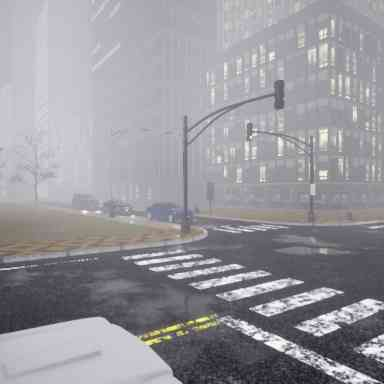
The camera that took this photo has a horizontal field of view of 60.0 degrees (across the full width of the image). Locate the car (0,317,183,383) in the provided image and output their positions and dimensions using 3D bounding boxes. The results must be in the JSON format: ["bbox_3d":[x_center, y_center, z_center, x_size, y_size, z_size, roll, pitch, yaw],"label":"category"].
[{"bbox_3d":[-2.256,1.601,1.834,4.718,1.301,1.895,0,0,-36],"label":"car"}]

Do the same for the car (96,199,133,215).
[{"bbox_3d":[-7.744,1.497,34.268,2.128,1.511,4.902,0,0,-35],"label":"car"}]

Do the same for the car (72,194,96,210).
[{"bbox_3d":[-13.832,1.227,42.908,2.150,2.045,5.566,0,0,-35],"label":"car"}]

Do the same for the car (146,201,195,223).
[{"bbox_3d":[-1.767,1.484,25.807,1.882,1.535,5.008,0,0,-36],"label":"car"}]
